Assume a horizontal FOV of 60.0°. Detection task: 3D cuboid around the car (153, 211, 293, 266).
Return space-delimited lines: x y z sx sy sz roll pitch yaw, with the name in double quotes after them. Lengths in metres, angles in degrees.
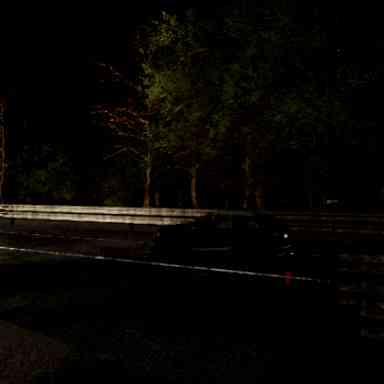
0.978 1.478 11.631 4.856 1.649 2.033 0 0 24 "car"
